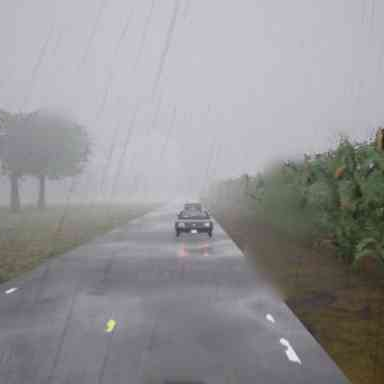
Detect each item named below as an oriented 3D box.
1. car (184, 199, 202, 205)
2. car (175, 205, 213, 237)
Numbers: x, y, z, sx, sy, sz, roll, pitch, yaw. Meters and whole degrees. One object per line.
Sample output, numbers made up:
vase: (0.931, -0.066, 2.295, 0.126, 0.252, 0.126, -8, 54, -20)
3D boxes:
car: (0.109, 1.511, 36.471, 1.882, 1.535, 5.008, 0, 0, 0)
car: (0.099, 1.612, 18.258, 1.895, 1.301, 4.718, 0, 0, 0)
